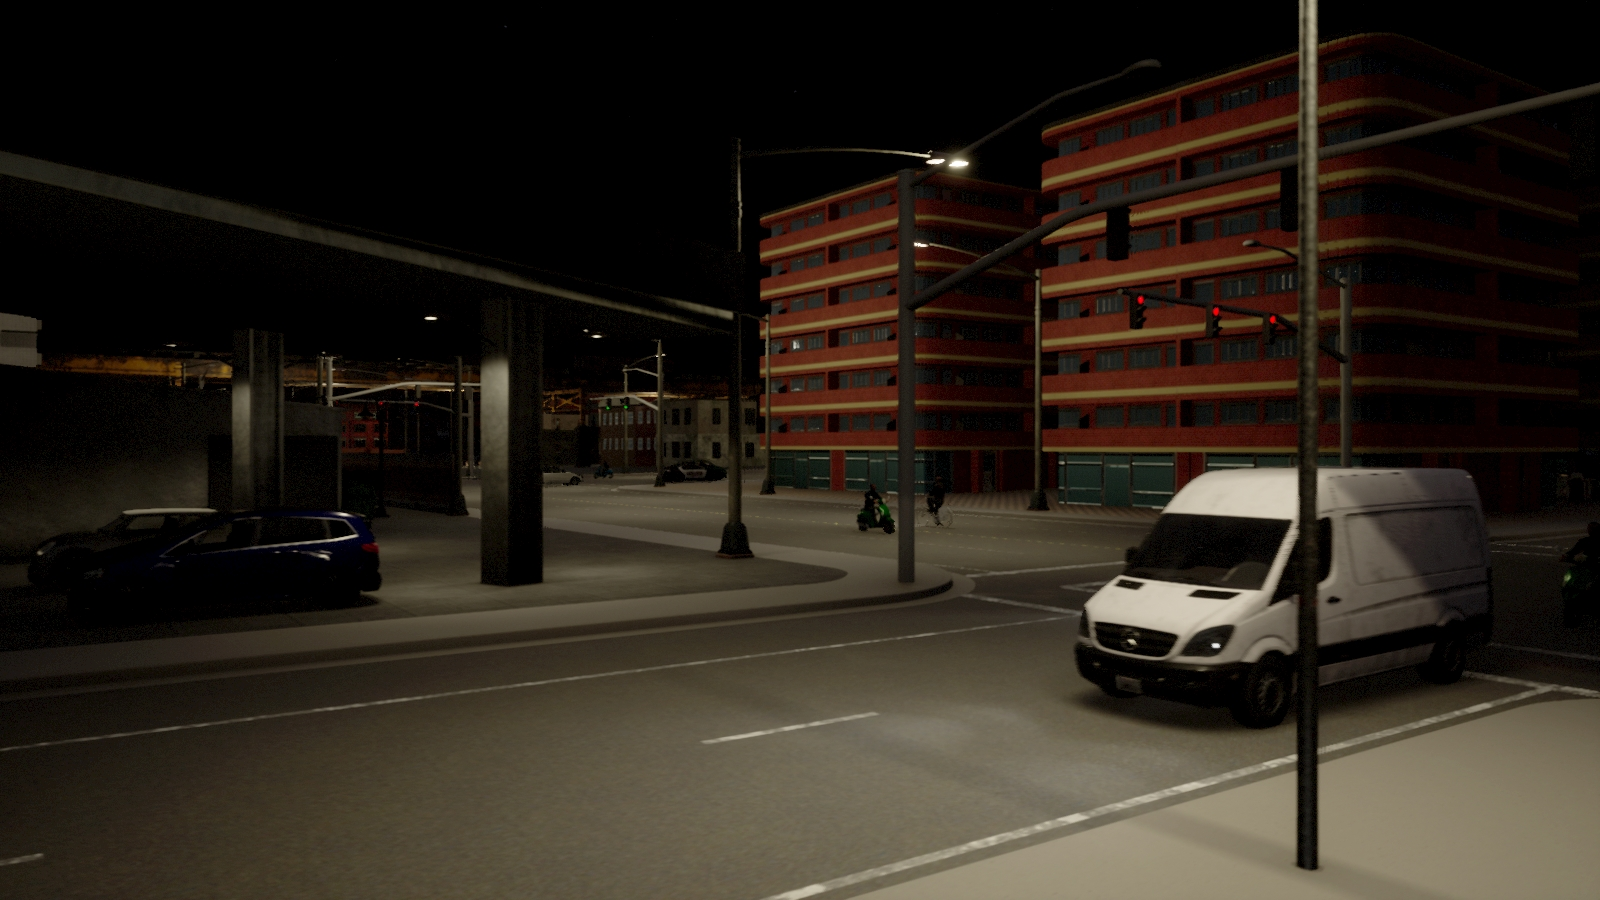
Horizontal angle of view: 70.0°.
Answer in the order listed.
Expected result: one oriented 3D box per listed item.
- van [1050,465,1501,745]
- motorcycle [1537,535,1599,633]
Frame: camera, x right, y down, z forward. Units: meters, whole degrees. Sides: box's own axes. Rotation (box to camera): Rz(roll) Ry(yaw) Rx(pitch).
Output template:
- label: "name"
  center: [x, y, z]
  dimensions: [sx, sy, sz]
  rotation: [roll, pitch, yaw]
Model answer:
- label: "van"
  center: [5.713, 1.499, 13.298]
  dimensions: [5.915, 2.561, 1.988]
  rotation: [0, 0, -35]
- label: "motorcycle"
  center: [12.516, 2.084, 18.047]
  dimensions: [1.805, 1.341, 0.856]
  rotation: [0, 0, -35]
